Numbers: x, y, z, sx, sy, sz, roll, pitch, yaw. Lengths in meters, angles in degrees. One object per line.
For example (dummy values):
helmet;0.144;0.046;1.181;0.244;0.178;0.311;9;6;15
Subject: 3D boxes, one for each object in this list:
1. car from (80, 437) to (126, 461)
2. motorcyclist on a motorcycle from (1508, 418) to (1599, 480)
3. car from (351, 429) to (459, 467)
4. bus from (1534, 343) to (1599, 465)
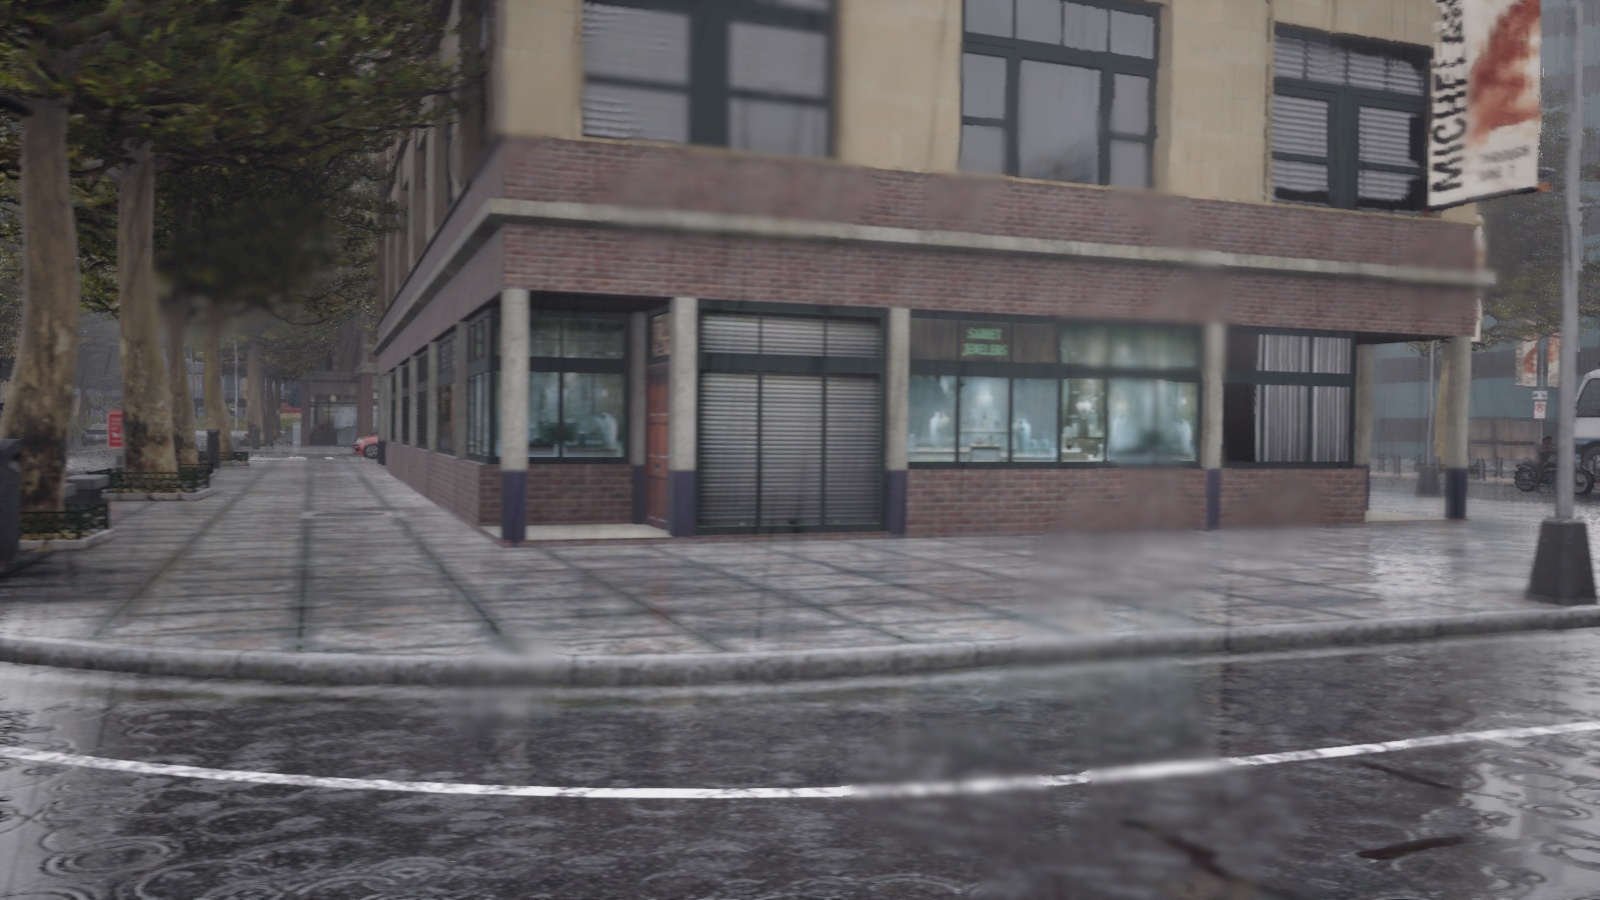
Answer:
car;-45.118;-0.091;81.388;2.007;1.525;4.514;-1;1;-21
motorcyclist on a motorcycle;21.041;-0.047;34.959;0.766;1.649;2.350;-1;1;-21
car;-18.496;-0.113;58.749;4.611;1.667;2.242;-1;1;-22
bus;30.594;-1.591;41.959;3.944;4.253;10.273;-1;1;-21
